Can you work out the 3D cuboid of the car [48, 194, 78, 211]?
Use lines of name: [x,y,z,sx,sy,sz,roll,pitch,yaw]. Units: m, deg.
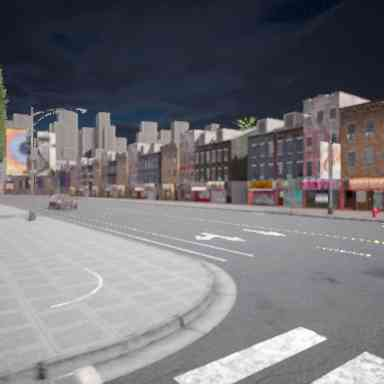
car: [-13.954,1.012,35.858,2.097,1.767,4.553,0,1,-36]
